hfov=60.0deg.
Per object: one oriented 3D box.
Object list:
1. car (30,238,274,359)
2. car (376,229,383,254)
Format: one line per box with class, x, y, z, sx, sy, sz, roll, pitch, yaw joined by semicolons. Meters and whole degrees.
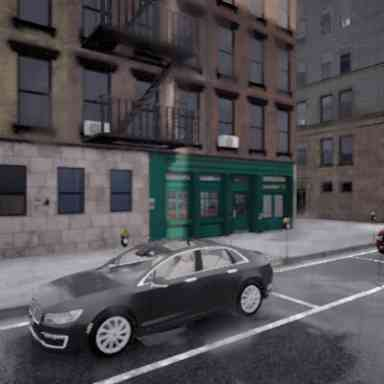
car;-0.430;1.551;5.879;4.403;1.369;2.008;0;0;-35
car;8.545;1.544;12.276;4.507;1.381;1.887;0;0;-35
